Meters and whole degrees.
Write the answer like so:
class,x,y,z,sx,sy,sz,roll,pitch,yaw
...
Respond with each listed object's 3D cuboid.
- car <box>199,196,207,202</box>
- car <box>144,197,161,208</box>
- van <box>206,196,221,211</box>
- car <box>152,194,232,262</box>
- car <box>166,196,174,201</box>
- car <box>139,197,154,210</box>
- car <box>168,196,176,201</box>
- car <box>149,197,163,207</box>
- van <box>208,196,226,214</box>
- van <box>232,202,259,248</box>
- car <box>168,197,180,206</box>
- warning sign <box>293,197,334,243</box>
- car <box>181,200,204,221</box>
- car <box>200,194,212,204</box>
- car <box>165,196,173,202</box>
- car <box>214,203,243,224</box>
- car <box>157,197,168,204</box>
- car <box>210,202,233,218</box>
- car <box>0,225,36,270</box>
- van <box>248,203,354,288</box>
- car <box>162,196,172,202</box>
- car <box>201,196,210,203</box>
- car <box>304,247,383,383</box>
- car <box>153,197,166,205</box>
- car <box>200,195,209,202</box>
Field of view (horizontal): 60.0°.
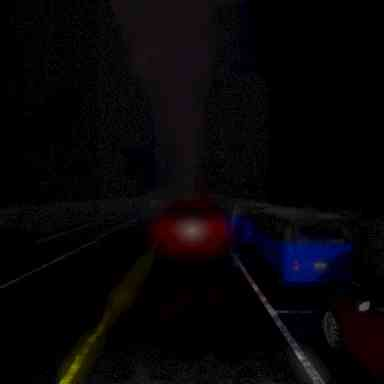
class,x,y,z,sx,sy,sz,roll,pitch,yaw
car,2.776,1.686,82.792,1.887,1.381,4.507,0,0,0
car,-5.754,1.516,48.724,1.967,1.590,4.097,0,0,0
van,2.770,1.407,43.049,1.690,1.788,3.998,0,0,0
car,0.031,1.237,12.371,2.150,2.045,5.566,0,0,1
car,-5.748,1.699,88.465,1.887,1.381,4.507,0,0,0
car,-5.755,1.617,43.047,2.008,1.369,4.403,0,0,0
car,-5.748,1.734,94.143,1.947,1.339,4.313,0,0,0
car,-5.754,1.611,54.232,1.752,1.417,4.829,0,0,0
van,2.769,1.397,37.371,1.690,1.788,3.998,0,0,0
van,2.765,1.359,14.661,1.690,1.788,3.998,0,0,0
car,-3.051,1.618,57.925,1.812,1.442,4.674,0,0,0
warning sign,5.070,1.132,13.965,1.300,1.860,1.060,0,0,0
car,0.047,1.546,28.563,1.837,1.490,4.892,0,0,1
car,2.773,1.422,65.758,2.192,1.841,5.009,0,0,0
car,-5.749,1.666,82.619,1.752,1.417,4.829,0,0,0
car,2.767,1.618,26.015,1.802,1.307,4.206,0,0,0
car,-5.752,1.631,65.586,1.752,1.417,4.829,0,0,0
car,2.768,1.628,31.693,1.802,1.307,4.206,0,0,0
car,-5.761,1.592,8.983,1.802,1.307,4.206,0,0,0
van,2.765,1.351,8.984,1.690,1.788,3.998,0,0,0
car,-5.750,1.673,77.111,1.887,1.381,4.507,0,0,0
car,2.774,1.643,71.606,1.752,1.417,4.829,0,0,0
car,2.764,1.586,3.306,1.802,1.307,4.206,0,0,0
car,-5.753,1.662,60.079,1.947,1.339,4.313,0,0,0
car,2.775,1.569,77.114,1.967,1.590,4.097,0,0,0
